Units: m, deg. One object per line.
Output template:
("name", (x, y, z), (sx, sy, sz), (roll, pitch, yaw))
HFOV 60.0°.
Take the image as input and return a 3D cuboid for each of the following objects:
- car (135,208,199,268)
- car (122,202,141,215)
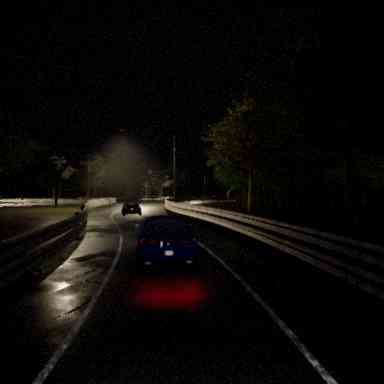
("car", (-0.980, 1.556, 11.712), (1.882, 1.535, 5.008), (0, 0, -8))
("car", (-6.482, 1.706, 35.869), (1.994, 1.385, 4.181), (0, 0, -11))
